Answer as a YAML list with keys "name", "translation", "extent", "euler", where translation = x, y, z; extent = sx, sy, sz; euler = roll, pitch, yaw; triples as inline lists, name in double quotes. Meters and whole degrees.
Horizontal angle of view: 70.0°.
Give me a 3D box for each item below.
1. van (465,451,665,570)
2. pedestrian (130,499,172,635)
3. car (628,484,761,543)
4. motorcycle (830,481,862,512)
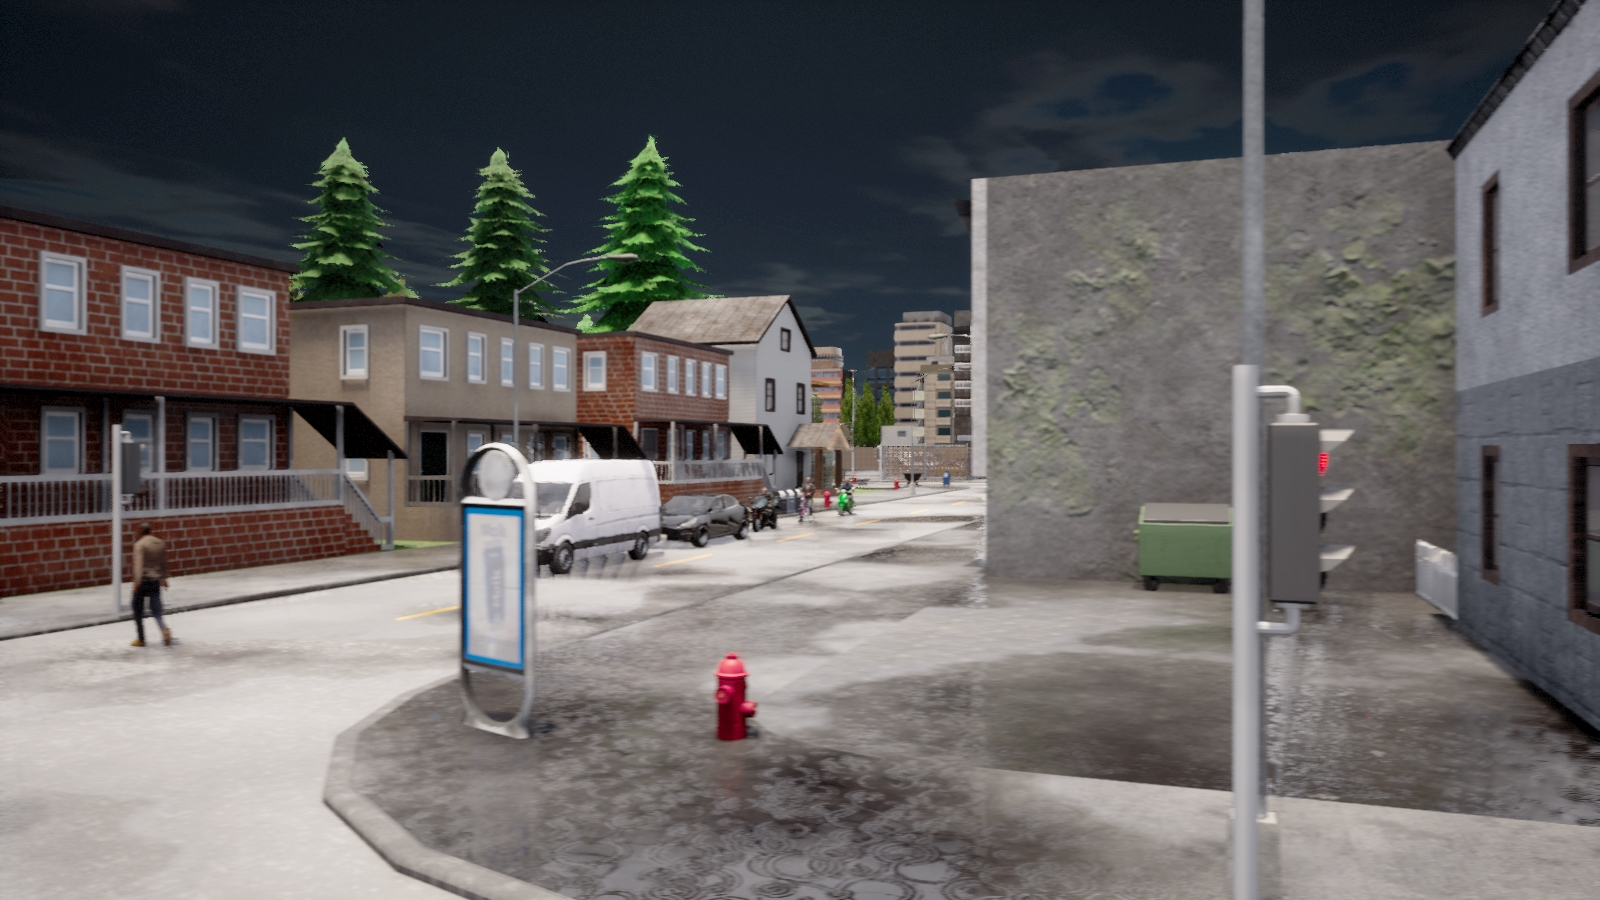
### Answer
- name: "van"
  translation: [-5.525, 1.316, 27.884]
  extent: [1.988, 2.561, 5.915]
  euler: [0, 0, 20]
- name: "pedestrian"
  translation: [-9.127, 1.630, 16.072]
  extent: [0.375, 1.860, 0.375]
  euler: [0, 0, 25]
- name: "car"
  translation: [-3.088, 1.844, 34.562]
  extent: [2.163, 1.488, 4.792]
  euler: [0, 0, 20]
- name: "motorcycle"
  translation: [1.980, 1.964, 48.489]
  extent: [0.856, 1.236, 1.805]
  euler: [0, 0, 20]
